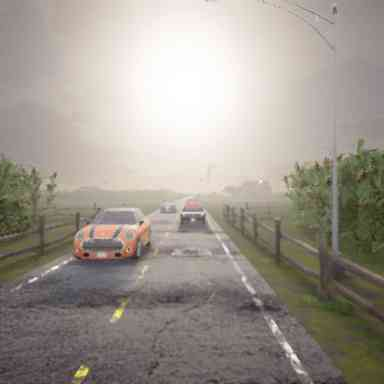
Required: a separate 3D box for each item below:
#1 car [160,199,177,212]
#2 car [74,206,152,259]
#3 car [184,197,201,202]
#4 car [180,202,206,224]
[{"bbox_3d":[-2.863,1.676,41.218,2.128,1.511,4.902,0,0,0],"label":"car"},{"bbox_3d":[-2.813,1.402,12.686,2.097,1.767,4.553,0,0,0],"label":"car"},{"bbox_3d":[0.068,1.551,43.814,2.097,1.767,4.553,0,0,0],"label":"car"},{"bbox_3d":[0.077,1.710,25.924,1.895,1.301,4.718,0,0,0],"label":"car"}]
